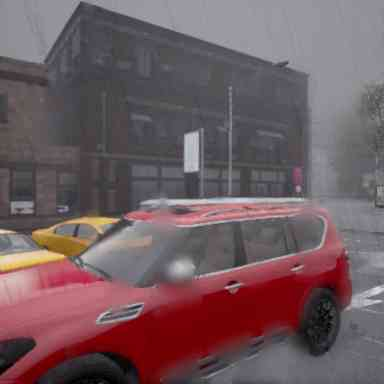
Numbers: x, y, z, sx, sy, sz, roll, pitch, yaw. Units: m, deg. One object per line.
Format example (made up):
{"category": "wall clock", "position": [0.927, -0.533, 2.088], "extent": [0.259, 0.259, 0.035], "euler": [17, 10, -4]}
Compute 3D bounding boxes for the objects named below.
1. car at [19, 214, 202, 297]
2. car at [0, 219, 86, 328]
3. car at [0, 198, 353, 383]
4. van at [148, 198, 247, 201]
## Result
{"category": "car", "position": [-2.411, 1.474, 9.261], "extent": [5.008, 1.535, 2.097], "euler": [-1, -1, 34]}
{"category": "car", "position": [-4.978, 1.485, 7.574], "extent": [5.366, 1.575, 1.946], "euler": [-1, -1, 34]}
{"category": "car", "position": [-0.074, 1.215, 4.478], "extent": [5.566, 2.045, 2.150], "euler": [0, 0, -36]}
{"category": "van", "position": [-0.104, 1.230, 11.097], "extent": [4.442, 1.987, 1.878], "euler": [-1, 0, 34]}
